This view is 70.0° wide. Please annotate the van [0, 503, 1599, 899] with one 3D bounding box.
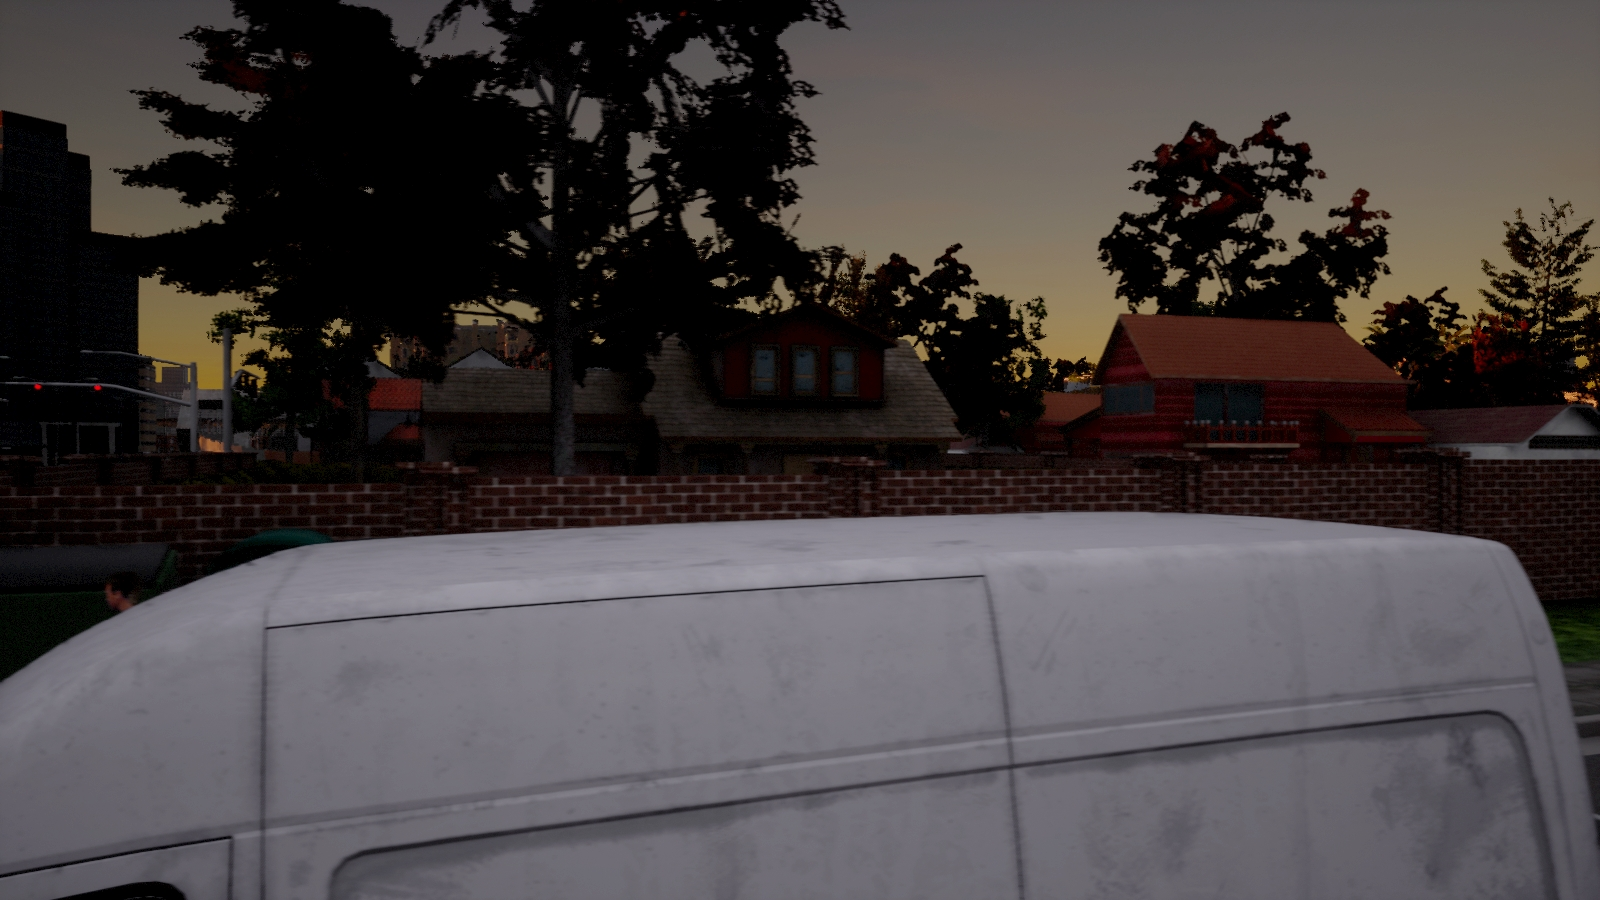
[{"bbox_3d":[-0.737,1.532,3.025,5.915,2.561,1.988,0,0,-20],"label":"van"}]
